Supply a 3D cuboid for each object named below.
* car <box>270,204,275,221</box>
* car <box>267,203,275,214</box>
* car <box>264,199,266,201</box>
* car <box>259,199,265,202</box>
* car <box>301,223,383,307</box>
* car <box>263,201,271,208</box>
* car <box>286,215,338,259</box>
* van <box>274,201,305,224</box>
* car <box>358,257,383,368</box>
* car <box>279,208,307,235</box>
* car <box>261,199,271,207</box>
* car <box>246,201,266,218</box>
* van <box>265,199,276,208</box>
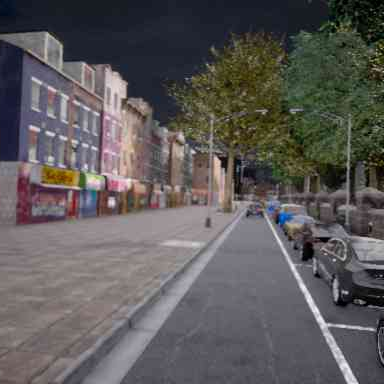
[{"bbox_3d":[8.105,2.085,29.036,1.947,1.339,4.313,3,0,11],"label":"car"},{"bbox_3d":[9.138,2.153,34.386,2.008,1.369,4.403,3,0,11],"label":"car"},{"bbox_3d":[15.360,2.657,66.655,1.752,1.417,4.829,3,0,11],"label":"car"},{"bbox_3d":[9.181,2.227,48.368,2.128,1.511,4.902,2,-1,12],"label":"car"},{"bbox_3d":[4.075,1.757,8.086,2.008,1.369,4.403,3,0,11],"label":"car"},{"bbox_3d":[17.387,2.898,77.188,1.802,1.307,4.206,3,-1,11],"label":"car"},{"bbox_3d":[5.010,1.843,12.985,1.947,1.339,4.313,3,0,11],"label":"car"},{"bbox_3d":[7.084,1.778,23.687,1.690,1.788,3.998,3,0,11],"label":"van"},{"bbox_3d":[3.092,1.713,2.894,1.802,1.307,4.206,3,0,11],"label":"car"},{"bbox_3d":[6.076,1.885,18.503,1.752,1.417,4.829,3,0,11],"label":"car"},{"bbox_3d":[18.431,2.728,82.540,2.192,1.841,5.009,3,-1,11],"label":"car"},{"bbox_3d":[7.172,2.092,37.782,1.812,1.442,4.674,2,-1,11],"label":"car"},{"bbox_3d":[11.211,2.114,45.088,1.690,1.788,3.998,3,0,11],"label":"van"}]
